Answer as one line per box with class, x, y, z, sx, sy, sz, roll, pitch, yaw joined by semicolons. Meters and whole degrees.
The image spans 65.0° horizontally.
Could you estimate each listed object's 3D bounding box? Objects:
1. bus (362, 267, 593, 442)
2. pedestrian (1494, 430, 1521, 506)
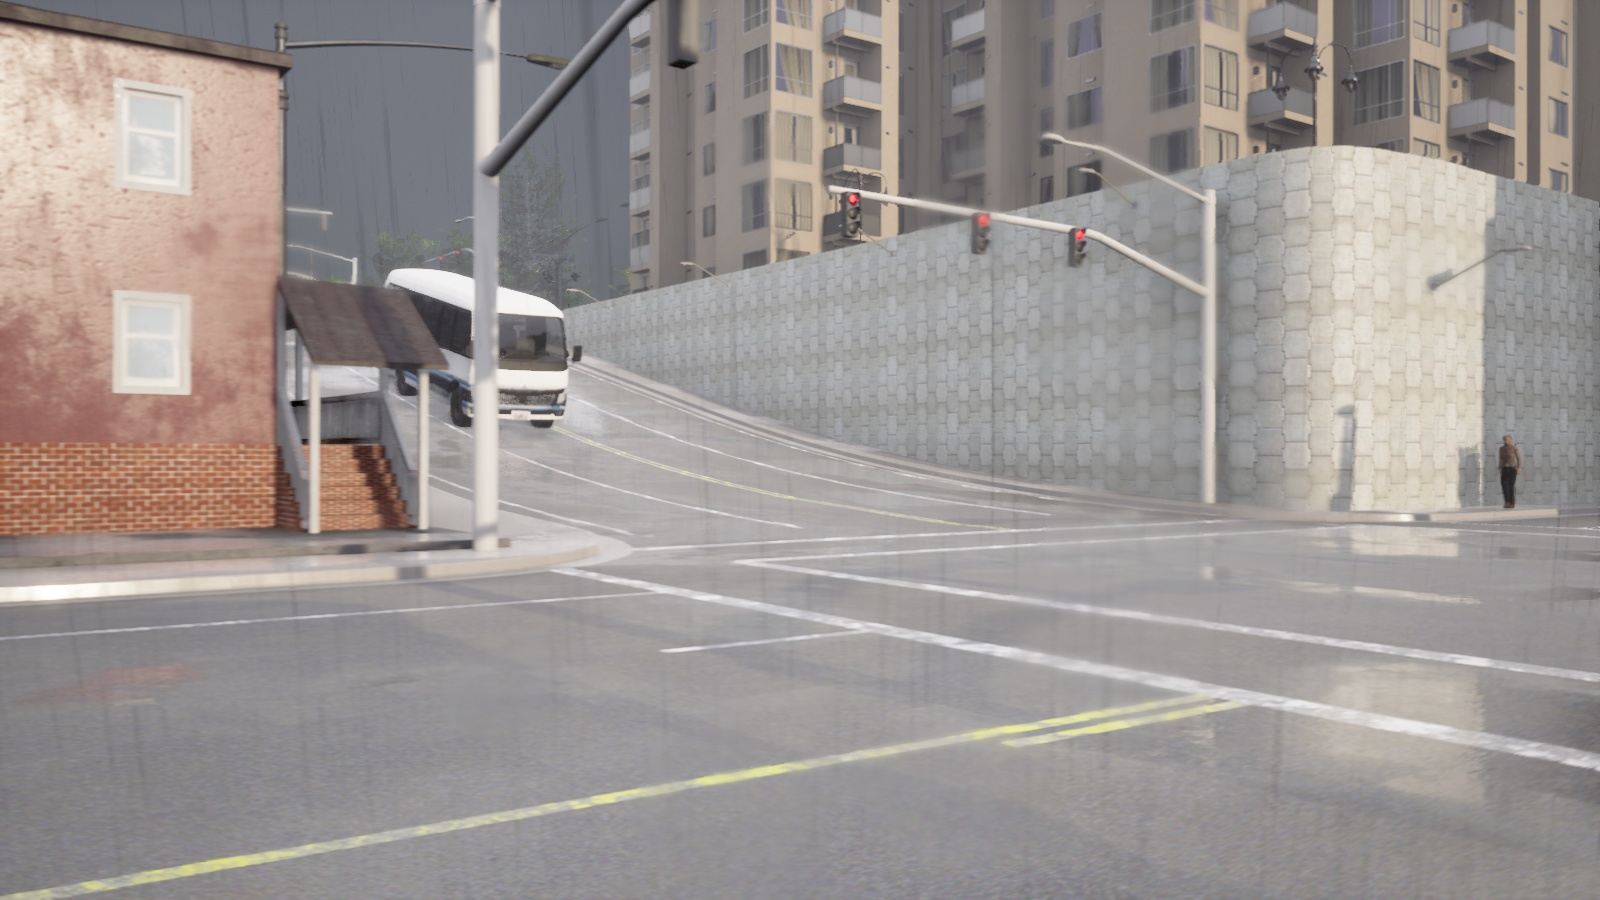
bus;-11.164;-3.412;42.253;3.944;4.253;10.273;0;12;-35
pedestrian;17.296;0.439;30.696;0.634;1.846;0.331;0;0;-34
